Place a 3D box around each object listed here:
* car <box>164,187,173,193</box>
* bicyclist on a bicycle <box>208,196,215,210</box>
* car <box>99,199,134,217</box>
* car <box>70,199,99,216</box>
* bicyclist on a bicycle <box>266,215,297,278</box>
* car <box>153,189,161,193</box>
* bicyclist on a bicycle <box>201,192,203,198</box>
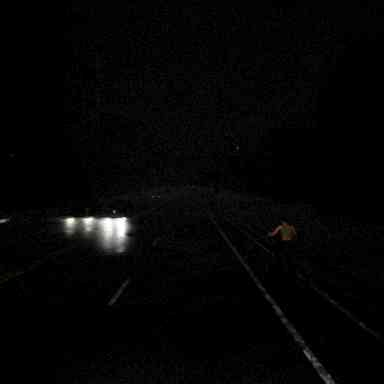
[{"bbox_3d":[-6.487,-0.322,92.987,2.150,2.045,5.566,0,2,0],"label":"car"},{"bbox_3d":[2.268,1.298,38.341,0.866,1.612,1.509,0,0,0],"label":"bicyclist on a bicycle"},{"bbox_3d":[-6.537,1.394,30.553,2.128,1.511,4.902,0,0,1],"label":"car"},{"bbox_3d":[-9.780,1.376,31.294,1.882,1.535,5.008,0,0,1],"label":"car"},{"bbox_3d":[2.502,1.425,9.106,0.866,1.612,1.509,0,0,0],"label":"bicyclist on a bicycle"},{"bbox_3d":[-9.737,-0.193,93.051,2.097,1.767,4.553,0,2,0],"label":"car"},{"bbox_3d":[2.264,0.793,73.544,0.582,1.620,1.656,0,1,0],"label":"bicyclist on a bicycle"}]
